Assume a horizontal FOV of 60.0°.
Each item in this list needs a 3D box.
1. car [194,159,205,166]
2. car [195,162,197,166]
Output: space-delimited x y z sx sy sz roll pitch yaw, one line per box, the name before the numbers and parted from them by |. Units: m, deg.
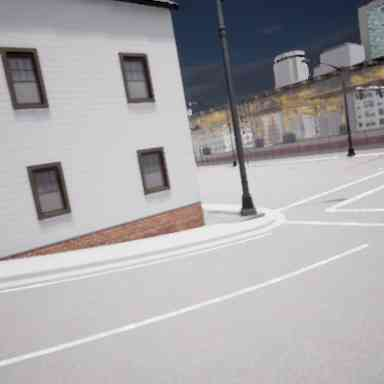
car | 1.807 -7.251 81.616 1.853 1.218 4.536 -10 7 -6
car | 1.840 -7.091 81.584 2.038 1.542 4.974 -10 7 -6
